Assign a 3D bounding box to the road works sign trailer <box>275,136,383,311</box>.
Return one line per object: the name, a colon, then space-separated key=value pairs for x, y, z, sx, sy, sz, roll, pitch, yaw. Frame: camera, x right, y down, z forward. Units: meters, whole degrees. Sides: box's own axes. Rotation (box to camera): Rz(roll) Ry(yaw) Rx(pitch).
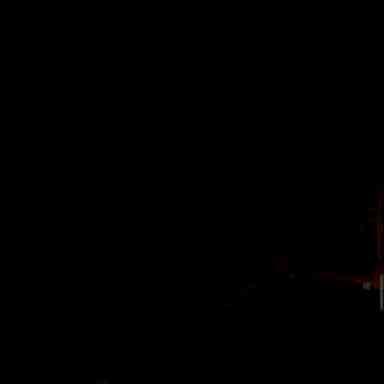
road works sign trailer: x=3.562 y=0.506 z=8.148 sx=2.380 sy=3.560 sz=2.880 roll=1 pitch=0 yaw=32
